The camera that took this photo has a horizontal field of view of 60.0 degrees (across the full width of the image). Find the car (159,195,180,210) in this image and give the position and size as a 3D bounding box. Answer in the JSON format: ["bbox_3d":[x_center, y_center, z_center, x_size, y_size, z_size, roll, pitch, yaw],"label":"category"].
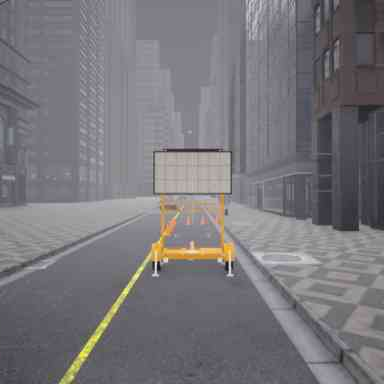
[{"bbox_3d":[-3.052,1.434,43.154,2.097,1.767,4.553,0,0,0],"label":"car"}]

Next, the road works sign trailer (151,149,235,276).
[{"bbox_3d":[0.022,0.472,10.307,2.380,3.560,2.880,0,0,0],"label":"road works sign trailer"}]
